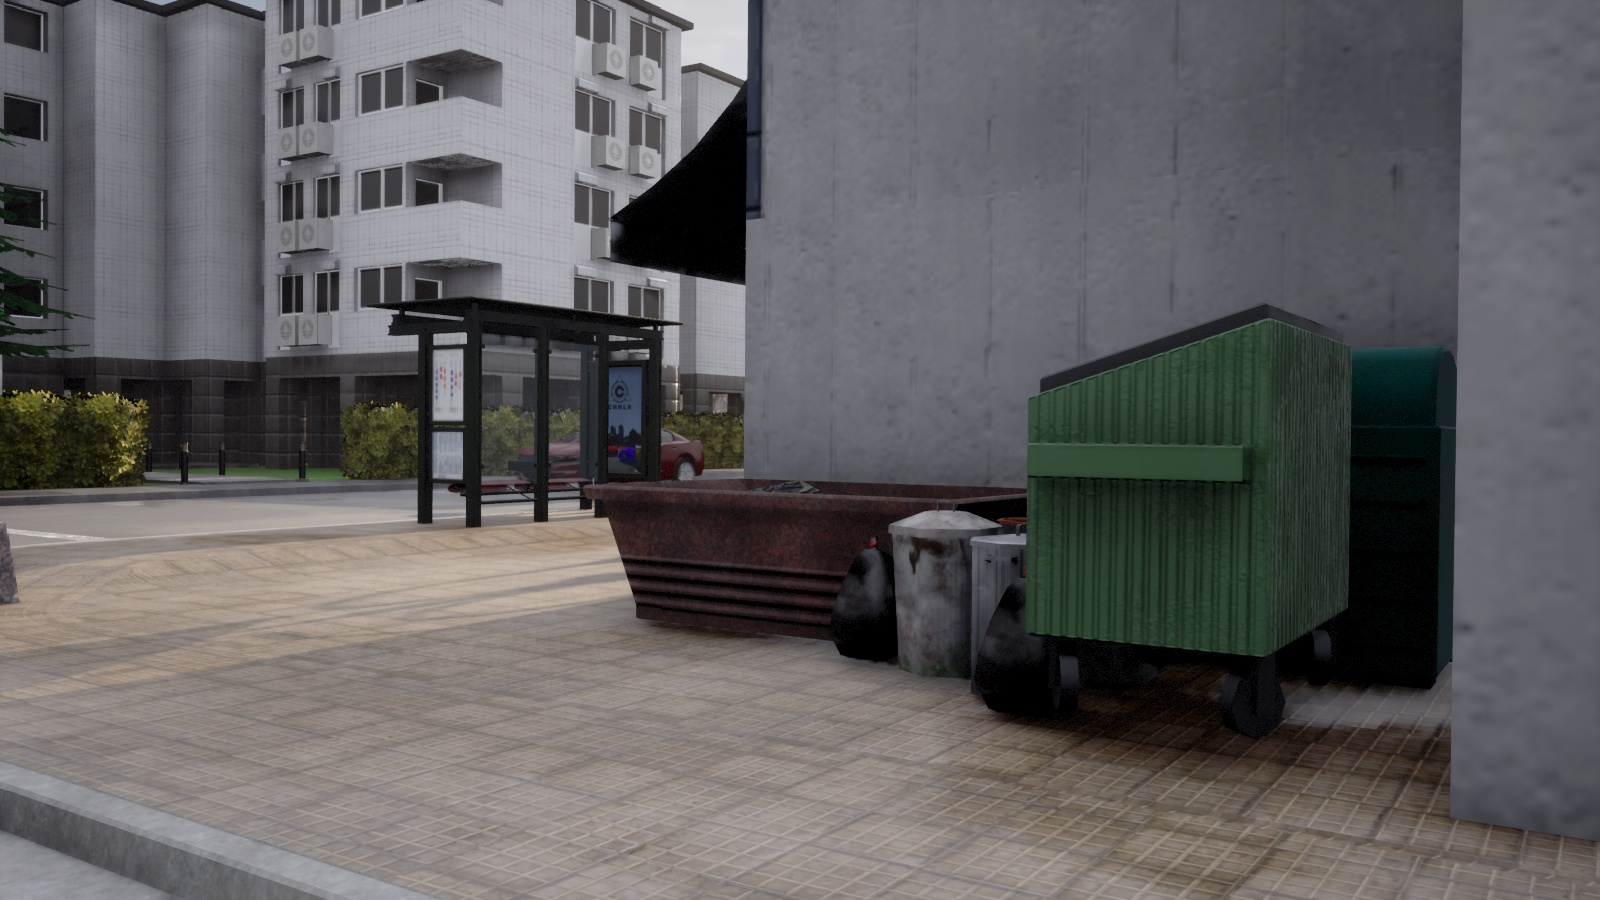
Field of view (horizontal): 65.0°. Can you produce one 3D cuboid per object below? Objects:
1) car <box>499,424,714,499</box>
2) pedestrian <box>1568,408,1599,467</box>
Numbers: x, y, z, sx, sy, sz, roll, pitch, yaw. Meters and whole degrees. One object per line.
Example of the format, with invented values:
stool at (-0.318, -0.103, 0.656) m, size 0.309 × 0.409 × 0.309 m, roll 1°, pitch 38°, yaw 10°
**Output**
car at (-4.228, 0.185, 28.290) m, size 1.882 × 1.535 × 5.008 m, roll 0°, pitch 1°, yaw 34°
pedestrian at (25.485, -0.401, 40.865) m, size 0.849 × 1.883 × 0.563 m, roll 0°, pitch 1°, yaw 33°
